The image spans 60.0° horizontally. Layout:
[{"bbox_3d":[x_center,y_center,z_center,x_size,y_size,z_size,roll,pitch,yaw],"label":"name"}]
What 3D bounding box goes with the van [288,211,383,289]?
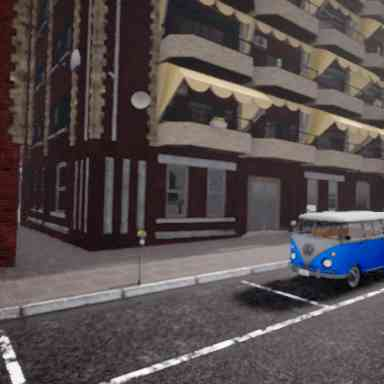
[{"bbox_3d":[4.436,1.457,9.301,3.998,1.788,1.690,1,1,-36],"label":"van"}]
